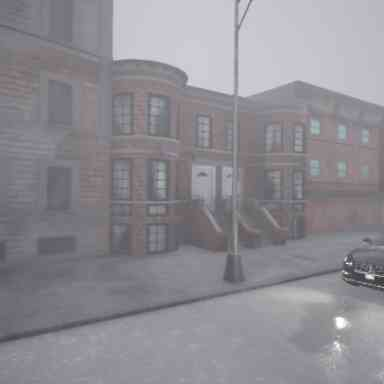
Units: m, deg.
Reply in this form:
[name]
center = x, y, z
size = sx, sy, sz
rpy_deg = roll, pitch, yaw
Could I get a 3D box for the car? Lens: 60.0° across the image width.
[car]
center = 5.828, 1.623, 8.502
size = 4.892, 1.490, 1.837
rpy_deg = 1, -1, -34
